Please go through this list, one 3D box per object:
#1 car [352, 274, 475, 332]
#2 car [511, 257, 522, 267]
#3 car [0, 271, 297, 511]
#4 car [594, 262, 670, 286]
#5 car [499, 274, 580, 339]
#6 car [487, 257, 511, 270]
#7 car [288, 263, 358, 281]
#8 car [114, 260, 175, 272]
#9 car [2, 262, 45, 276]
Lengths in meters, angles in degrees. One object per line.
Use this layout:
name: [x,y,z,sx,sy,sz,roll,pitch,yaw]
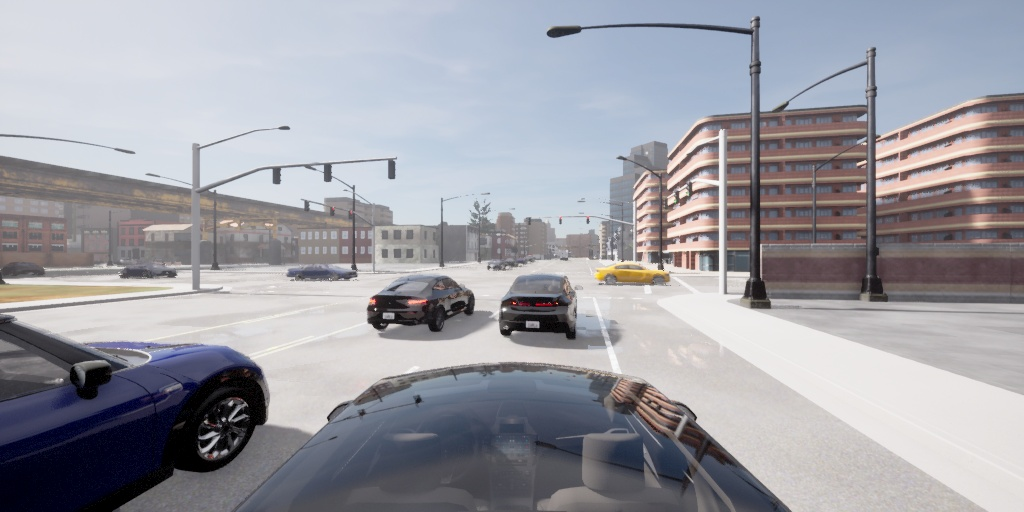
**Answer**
car: [-2.536,1.276,10.873,1.812,1.442,4.674,0,0,11]
car: [-0.228,0.957,57.287,1.882,1.535,5.008,0,1,11]
car: [-3.858,1.102,2.096,2.097,1.767,4.553,0,0,6]
car: [8.257,1.210,24.848,5.008,1.535,1.882,0,0,10]
car: [0.909,1.255,10.232,1.837,1.490,4.892,0,0,11]
car: [-2.028,1.106,48.010,2.128,1.511,4.902,0,1,11]
car: [-15.417,1.297,29.141,5.357,1.411,2.033,0,0,6]
car: [-32.256,1.314,31.872,4.181,1.385,1.994,0,0,10]
car: [-48.515,1.298,35.583,5.357,1.411,2.033,0,0,26]
